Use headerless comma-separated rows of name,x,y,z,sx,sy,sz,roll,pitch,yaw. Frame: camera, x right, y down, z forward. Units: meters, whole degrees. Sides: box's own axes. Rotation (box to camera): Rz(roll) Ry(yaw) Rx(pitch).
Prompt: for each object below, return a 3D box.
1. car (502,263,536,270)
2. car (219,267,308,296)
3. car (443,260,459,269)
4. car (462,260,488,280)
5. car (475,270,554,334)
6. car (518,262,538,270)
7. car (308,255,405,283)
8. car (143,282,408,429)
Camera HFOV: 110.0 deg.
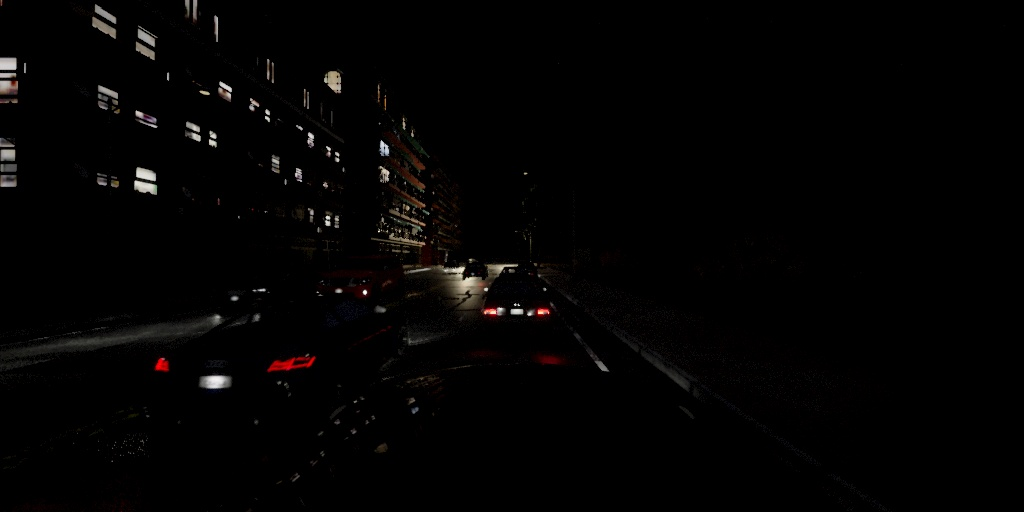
car,0.111,1.300,20.934,2.033,1.411,5.357,0,0,0
car,-9.843,1.243,15.179,2.128,1.511,4.902,0,0,0
car,-9.799,1.315,58.132,1.994,1.385,4.181,0,0,0
car,-3.132,1.280,30.956,1.812,1.442,4.674,0,0,0
car,0.107,1.299,10.573,2.033,1.411,5.357,0,0,0
car,1.155,1.259,30.702,1.837,1.490,4.892,0,0,0
car,-6.592,0.974,16.406,2.150,2.045,5.566,0,0,0
car,-3.148,1.314,5.815,1.994,1.385,4.181,0,0,0
